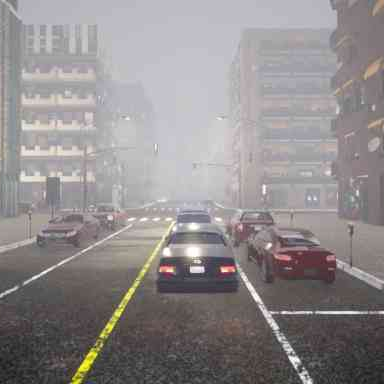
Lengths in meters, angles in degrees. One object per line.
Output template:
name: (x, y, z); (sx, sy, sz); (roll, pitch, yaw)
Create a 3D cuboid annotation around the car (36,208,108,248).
car: (-5.309, 1.585, 14.821); (1.802, 1.307, 4.206); (1, 0, 0)

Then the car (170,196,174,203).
car: (-5.295, 1.536, 69.756); (1.752, 1.417, 4.829); (1, 0, 0)

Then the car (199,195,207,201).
car: (2.587, 1.556, 81.296); (1.887, 1.381, 4.507); (1, 0, 0)

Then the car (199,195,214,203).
car: (2.582, 1.560, 52.941); (2.008, 1.369, 4.403); (1, 0, 0)

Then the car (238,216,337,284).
car: (2.575, 1.584, 9.293); (1.802, 1.307, 4.206); (1, 0, 0)

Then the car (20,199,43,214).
car: (-17.557, 1.241, 31.884); (5.009, 1.841, 2.192); (0, -1, 0)

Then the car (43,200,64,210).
car: (-17.617, 1.590, 39.760); (4.313, 1.339, 1.947); (0, -1, 0)

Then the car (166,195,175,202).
car: (-5.293, 1.556, 81.267); (1.887, 1.381, 4.507); (1, 0, 0)

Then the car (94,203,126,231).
car: (-5.310, 1.445, 20.371); (1.967, 1.590, 4.097); (1, 0, 0)

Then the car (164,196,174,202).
car: (-5.295, 1.577, 75.597); (1.947, 1.339, 4.313); (1, 0, 0)

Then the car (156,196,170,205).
car: (-5.297, 1.535, 58.413); (1.752, 1.417, 4.829); (1, 0, 0)

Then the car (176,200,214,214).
car: (0.095, 1.482, 19.590); (1.882, 1.535, 5.008); (0, 0, 0)

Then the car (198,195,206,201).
car: (2.588, 1.562, 86.967); (2.008, 1.369, 4.403); (1, 0, 0)

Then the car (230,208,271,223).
car: (2.578, 1.443, 14.842); (1.967, 1.590, 4.097); (1, 0, 0)

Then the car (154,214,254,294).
car: (0.101, 1.549, 8.948); (2.033, 1.411, 5.357); (0, 0, 0)
